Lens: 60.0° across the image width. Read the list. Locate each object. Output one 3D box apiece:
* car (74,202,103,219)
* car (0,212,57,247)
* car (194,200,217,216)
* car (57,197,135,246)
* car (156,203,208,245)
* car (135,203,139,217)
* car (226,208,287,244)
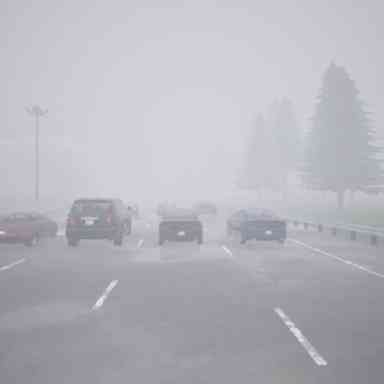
[{"bbox_3d":[-9.322,1.614,30.355,1.895,1.301,4.718,0,0,-9],"label":"car"},{"bbox_3d":[-7.580,1.569,15.031,1.994,1.385,4.181,0,0,-4],"label":"car"},{"bbox_3d":[1.063,1.482,31.903,1.882,1.535,5.008,0,0,-9],"label":"car"},{"bbox_3d":[-4.092,1.255,15.325,2.150,2.045,5.566,0,0,-4],"label":"car"},{"bbox_3d":[-0.600,1.482,15.559,1.882,1.535,5.008,0,0,-4],"label":"car"},{"bbox_3d":[-5.862,1.614,30.881,1.895,1.301,4.718,0,0,-9],"label":"car"},{"bbox_3d":[2.890,1.482,15.823,1.882,1.535,5.008,0,0,-4],"label":"car"}]
